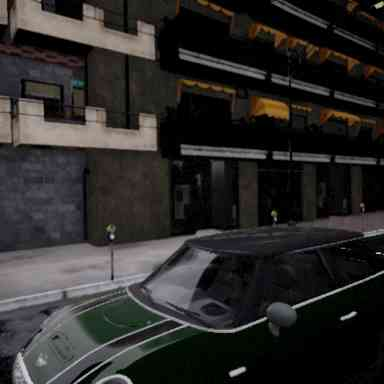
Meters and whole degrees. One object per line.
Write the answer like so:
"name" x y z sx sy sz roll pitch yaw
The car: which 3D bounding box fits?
"car" 0.513 1.289 3.747 4.553 1.767 2.097 -2 1 -36
